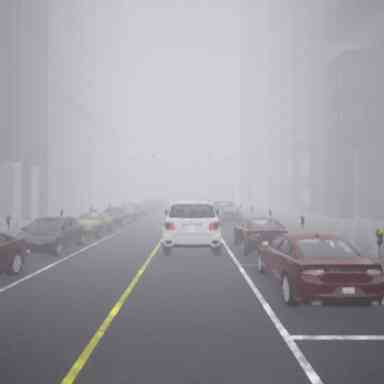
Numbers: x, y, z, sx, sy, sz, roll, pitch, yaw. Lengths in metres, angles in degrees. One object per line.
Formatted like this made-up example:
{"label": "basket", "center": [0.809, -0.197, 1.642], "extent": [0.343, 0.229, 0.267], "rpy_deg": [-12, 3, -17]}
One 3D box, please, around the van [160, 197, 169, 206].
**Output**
{"label": "van", "center": [-5.756, 2.054, 70.080], "extent": [1.690, 1.788, 3.998], "rpy_deg": [0, -1, 0]}

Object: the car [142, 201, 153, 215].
{"label": "car", "center": [-5.759, 1.921, 36.261], "extent": [1.947, 1.339, 4.313], "rpy_deg": [0, -1, 0]}

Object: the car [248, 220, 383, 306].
{"label": "car", "center": [2.763, 1.622, 8.097], "extent": [1.887, 1.381, 4.507], "rpy_deg": [0, -1, 0]}

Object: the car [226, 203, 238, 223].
{"label": "car", "center": [2.765, 1.793, 25.004], "extent": [2.008, 1.369, 4.403], "rpy_deg": [0, -1, 0]}

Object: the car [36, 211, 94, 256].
{"label": "car", "center": [-5.761, 1.697, 13.716], "extent": [1.947, 1.339, 4.313], "rpy_deg": [0, -1, 0]}

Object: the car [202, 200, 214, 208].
{"label": "car", "center": [2.768, 2.136, 58.820], "extent": [1.887, 1.381, 4.507], "rpy_deg": [0, -1, 0]}

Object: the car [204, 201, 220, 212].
{"label": "car", "center": [2.767, 2.023, 47.548], "extent": [2.008, 1.369, 4.403], "rpy_deg": [0, -1, 0]}

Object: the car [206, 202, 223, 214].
{"label": "car", "center": [2.766, 1.995, 41.912], "extent": [1.802, 1.307, 4.206], "rpy_deg": [0, -1, 0]}

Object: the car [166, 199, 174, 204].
{"label": "car", "center": [-5.754, 2.445, 86.987], "extent": [1.887, 1.381, 4.507], "rpy_deg": [0, -1, 0]}

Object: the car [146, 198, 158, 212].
{"label": "car", "center": [-5.759, 1.853, 41.899], "extent": [1.967, 1.590, 4.097], "rpy_deg": [0, -1, 0]}

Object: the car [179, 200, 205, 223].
{"label": "car", "center": [0.007, 1.633, 29.085], "extent": [2.097, 1.767, 4.553], "rpy_deg": [0, -1, 0]}

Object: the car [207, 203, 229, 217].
{"label": "car", "center": [2.766, 1.906, 36.276], "extent": [2.008, 1.369, 4.403], "rpy_deg": [0, -1, 0]}

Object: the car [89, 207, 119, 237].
{"label": "car", "center": [-5.761, 1.709, 19.182], "extent": [1.752, 1.417, 4.829], "rpy_deg": [0, -1, 0]}

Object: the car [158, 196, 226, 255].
{"label": "car", "center": [0.003, 1.351, 14.033], "extent": [2.150, 2.045, 5.566], "rpy_deg": [0, 0, 0]}

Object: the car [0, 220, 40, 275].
{"label": "car", "center": [-5.762, 1.622, 8.080], "extent": [1.887, 1.381, 4.507], "rpy_deg": [0, -1, 0]}

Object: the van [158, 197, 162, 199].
{"label": "van", "center": [-5.759, 1.813, 47.536], "extent": [1.690, 1.788, 3.998], "rpy_deg": [0, -1, 0]}

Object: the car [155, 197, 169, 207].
{"label": "car", "center": [-5.757, 1.966, 64.444], "extent": [2.192, 1.841, 5.009], "rpy_deg": [0, -1, 0]}

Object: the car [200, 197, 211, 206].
{"label": "car", "center": [2.769, 2.028, 70.094], "extent": [2.192, 1.841, 5.009], "rpy_deg": [0, -1, 0]}

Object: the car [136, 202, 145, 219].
{"label": "car", "center": [-5.760, 1.880, 30.625], "extent": [1.802, 1.307, 4.206], "rpy_deg": [0, -1, 0]}

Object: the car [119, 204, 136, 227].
{"label": "car", "center": [-5.760, 1.807, 24.988], "extent": [1.947, 1.339, 4.313], "rpy_deg": [0, -1, 0]}

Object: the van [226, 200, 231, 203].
{"label": "van", "center": [2.765, 1.639, 30.642], "extent": [1.690, 1.788, 3.998], "rpy_deg": [0, -1, 0]}

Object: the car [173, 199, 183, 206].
{"label": "car", "center": [-2.991, 2.208, 71.795], "extent": [1.882, 1.535, 5.008], "rpy_deg": [0, -1, 0]}

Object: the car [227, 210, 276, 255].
{"label": "car", "center": [2.763, 1.676, 13.733], "extent": [1.887, 1.381, 4.507], "rpy_deg": [0, -1, 0]}
